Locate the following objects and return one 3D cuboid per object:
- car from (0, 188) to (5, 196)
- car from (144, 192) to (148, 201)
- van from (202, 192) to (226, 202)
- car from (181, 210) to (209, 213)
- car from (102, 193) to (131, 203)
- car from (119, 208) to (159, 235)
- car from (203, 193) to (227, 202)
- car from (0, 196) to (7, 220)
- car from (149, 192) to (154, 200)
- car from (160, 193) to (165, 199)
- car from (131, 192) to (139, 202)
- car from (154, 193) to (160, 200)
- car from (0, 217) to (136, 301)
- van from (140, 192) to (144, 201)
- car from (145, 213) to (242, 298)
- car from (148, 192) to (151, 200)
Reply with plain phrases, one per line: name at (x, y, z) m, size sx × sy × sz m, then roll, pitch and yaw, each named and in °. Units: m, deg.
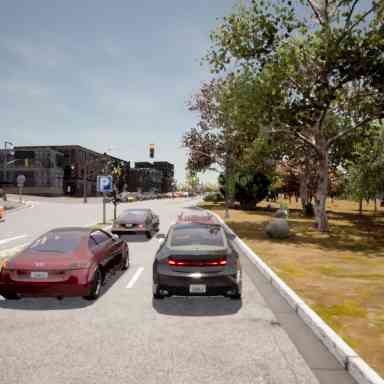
car at (-31.175, 0.137, 53.669) m, size 2.002 × 1.452 × 4.674 m, roll 6°, pitch -3°, yaw -19°
car at (-13.027, 1.322, 74.759) m, size 4.892 × 1.521 × 2.231 m, roll -1°, pitch 0°, yaw -14°
van at (4.270, 1.043, 65.402) m, size 4.442 × 1.987 × 1.878 m, roll 1°, pitch 0°, yaw -14°
car at (0.155, 1.625, 17.749) m, size 1.895 × 1.301 × 4.718 m, roll 0°, pitch 0°, yaw 0°
car at (-14.457, 1.359, 62.804) m, size 4.792 × 1.488 × 2.163 m, roll -1°, pitch 0°, yaw -15°
car at (-2.848, 1.572, 17.654) m, size 2.033 × 1.411 × 5.357 m, roll 0°, pitch 0°, yaw 1°
car at (4.653, 1.142, 68.372) m, size 4.553 × 1.767 × 2.185 m, roll 1°, pitch 0°, yaw -14°
car at (-16.632, 1.404, 24.997) m, size 4.553 × 1.767 × 2.185 m, roll -1°, pitch 0°, yaw -19°
car at (-12.284, 1.359, 80.756) m, size 4.674 × 1.452 × 2.002 m, roll -1°, pitch 0°, yaw -13°
car at (-11.020, 1.065, 89.745) m, size 5.566 × 2.045 × 2.435 m, roll -1°, pitch 0°, yaw -12°
car at (-13.812, 1.316, 65.796) m, size 5.366 × 1.575 × 1.946 m, roll -1°, pitch 0°, yaw -15°
car at (-11.470, 1.358, 86.739) m, size 4.674 × 1.452 × 2.002 m, roll -1°, pitch 0°, yaw -12°
car at (-2.903, 1.574, 8.434) m, size 1.994 × 1.385 × 4.181 m, roll 0°, pitch 0°, yaw 1°
van at (-13.255, 1.093, 71.788) m, size 4.442 × 1.987 × 1.878 m, roll -1°, pitch 0°, yaw -14°
car at (0.107, 1.515, 8.481) m, size 1.837 × 1.490 × 4.892 m, roll 0°, pitch 0°, yaw 0°
car at (-12.655, 1.360, 77.755) m, size 4.674 × 1.452 × 2.002 m, roll -1°, pitch 0°, yaw -13°
